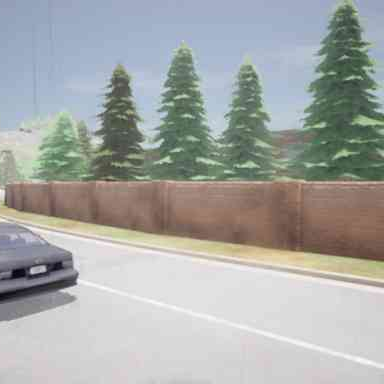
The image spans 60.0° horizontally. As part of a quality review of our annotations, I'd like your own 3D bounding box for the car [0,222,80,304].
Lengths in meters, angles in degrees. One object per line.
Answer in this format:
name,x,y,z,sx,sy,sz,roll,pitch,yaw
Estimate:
car,-4.752,1.405,7.551,5.357,1.411,2.033,1,1,38
